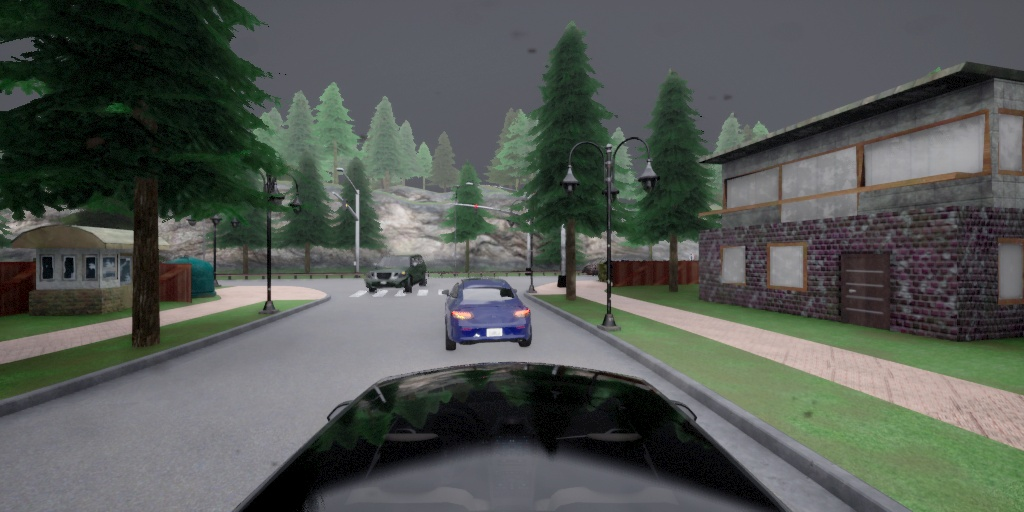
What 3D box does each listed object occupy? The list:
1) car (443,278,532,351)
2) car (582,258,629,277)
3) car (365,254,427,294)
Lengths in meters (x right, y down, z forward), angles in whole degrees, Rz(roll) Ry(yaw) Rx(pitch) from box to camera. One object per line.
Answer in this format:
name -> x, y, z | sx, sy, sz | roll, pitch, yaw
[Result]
car -> -0.756, 1.276, 9.025 | 1.812, 1.442, 4.674 | 0, 0, -11
car -> 8.599, 0.945, 31.941 | 4.553, 1.767, 2.097 | 0, 0, -12
car -> -6.441, 0.924, 20.548 | 2.150, 2.045, 5.566 | -1, 1, -1
